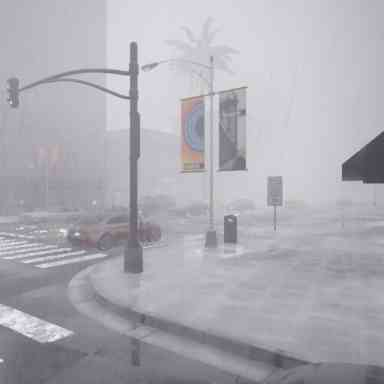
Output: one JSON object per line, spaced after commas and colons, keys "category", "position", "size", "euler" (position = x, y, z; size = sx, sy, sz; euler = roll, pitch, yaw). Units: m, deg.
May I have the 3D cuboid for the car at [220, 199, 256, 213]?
{"category": "car", "position": [5.710, 1.549, 38.583], "size": [2.128, 1.511, 4.902], "euler": [0, 0, 35]}

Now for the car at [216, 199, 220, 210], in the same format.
{"category": "car", "position": [2.247, 1.528, 39.311], "size": [1.882, 1.535, 5.008], "euler": [0, 0, 35]}

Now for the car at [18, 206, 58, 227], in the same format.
{"category": "car", "position": [-9.318, 1.615, 22.973], "size": [1.895, 1.301, 4.718], "euler": [0, 0, 35]}

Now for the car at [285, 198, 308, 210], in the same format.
{"category": "car", "position": [13.996, 1.562, 44.347], "size": [1.882, 1.535, 5.008], "euler": [0, 0, 35]}

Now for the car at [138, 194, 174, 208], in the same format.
{"category": "car", "position": [-3.679, 1.252, 30.944], "size": [2.150, 2.045, 5.566], "euler": [0, 0, 35]}

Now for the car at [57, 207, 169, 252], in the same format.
{"category": "car", "position": [-3.225, 1.585, 14.344], "size": [1.994, 1.385, 4.181], "euler": [0, 0, 35]}

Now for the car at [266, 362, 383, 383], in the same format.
{"category": "car", "position": [2.202, 1.551, 1.275], "size": [4.403, 1.369, 2.008], "euler": [0, 0, 36]}

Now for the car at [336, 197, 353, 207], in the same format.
{"category": "car", "position": [24.807, 1.619, 54.013], "size": [2.128, 1.511, 4.902], "euler": [0, 0, 35]}

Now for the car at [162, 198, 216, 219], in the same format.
{"category": "car", "position": [-0.129, 1.515, 30.333], "size": [1.882, 1.535, 5.008], "euler": [0, 0, 35]}

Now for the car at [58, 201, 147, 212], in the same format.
{"category": "car", "position": [-5.798, 1.568, 22.310], "size": [2.033, 1.411, 5.357], "euler": [0, 0, 35]}
